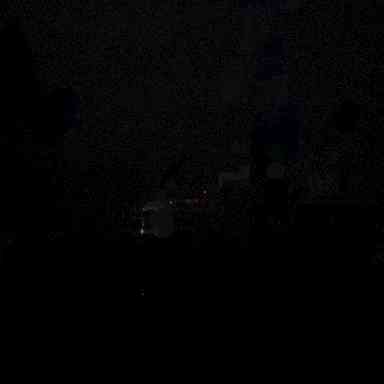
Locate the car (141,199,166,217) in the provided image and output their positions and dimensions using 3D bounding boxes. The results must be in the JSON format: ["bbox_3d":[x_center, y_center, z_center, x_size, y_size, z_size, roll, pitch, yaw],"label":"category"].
[{"bbox_3d":[-4.086,1.764,35.080,1.812,1.442,4.674,0,0,0],"label":"car"}]

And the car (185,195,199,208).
[{"bbox_3d":[0.005,1.607,56.913,2.150,2.045,5.566,0,0,0],"label":"car"}]

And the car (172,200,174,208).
[{"bbox_3d":[-4.063,1.719,54.056,2.097,1.767,4.553,0,0,0],"label":"car"}]

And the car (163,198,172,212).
[{"bbox_3d":[-4.084,1.825,44.126,1.812,1.442,4.674,0,0,0],"label":"car"}]
